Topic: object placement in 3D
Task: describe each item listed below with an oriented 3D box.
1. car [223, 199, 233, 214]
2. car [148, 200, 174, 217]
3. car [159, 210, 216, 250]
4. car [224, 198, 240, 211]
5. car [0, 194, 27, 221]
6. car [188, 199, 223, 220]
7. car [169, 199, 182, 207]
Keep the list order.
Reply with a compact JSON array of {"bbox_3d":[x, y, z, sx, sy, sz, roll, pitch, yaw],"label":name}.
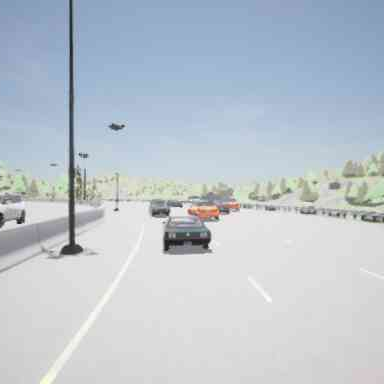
[{"bbox_3d":[2.774,1.807,38.145,1.994,1.385,4.181,0,0,-14],"label":"car"},{"bbox_3d":[-3.525,1.863,35.203,1.895,1.301,4.718,0,0,-13],"label":"car"},{"bbox_3d":[-0.383,1.706,14.918,1.895,1.301,4.718,0,0,-6],"label":"car"},{"bbox_3d":[4.679,1.629,44.843,2.097,1.767,4.553,0,0,-15],"label":"car"},{"bbox_3d":[-11.798,1.089,19.942,2.150,2.045,5.566,0,0,-8],"label":"car"},{"bbox_3d":[0.917,1.549,29.676,2.097,1.767,4.553,0,0,-11],"label":"car"},{"bbox_3d":[-3.227,1.984,58.541,1.994,1.385,4.181,0,0,-21],"label":"car"}]
